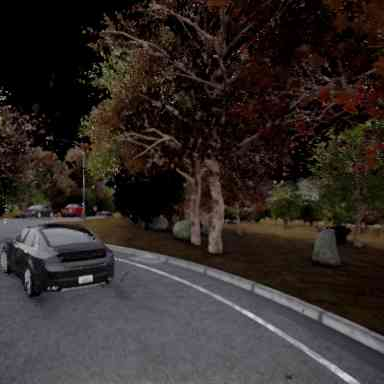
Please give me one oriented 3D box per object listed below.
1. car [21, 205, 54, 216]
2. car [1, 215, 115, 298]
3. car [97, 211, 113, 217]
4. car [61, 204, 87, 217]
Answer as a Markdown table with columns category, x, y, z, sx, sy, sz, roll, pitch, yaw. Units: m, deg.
| category | x | y | z | sx | sy | sz | roll | pitch | yaw |
| --- | --- | --- | --- | --- | --- | --- | --- | --- | --- |
| car | -17.819 | 2.306 | 38.578 | 1.837 | 1.490 | 4.892 | 0 | -3 | 3 |
| car | -3.766 | 1.610 | 8.987 | 1.837 | 1.490 | 4.892 | 1 | 0 | -38 |
| car | -16.624 | 4.429 | 64.191 | 2.033 | 1.411 | 5.357 | 0 | -5 | 3 |
| car | -17.352 | 2.743 | 49.175 | 2.150 | 2.045 | 5.566 | 0 | -5 | 2 |
